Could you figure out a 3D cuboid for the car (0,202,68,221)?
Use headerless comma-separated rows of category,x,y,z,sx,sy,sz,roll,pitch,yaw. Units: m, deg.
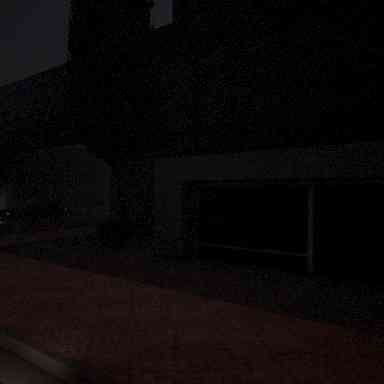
car,-13.096,1.547,27.632,2.033,1.411,5.357,0,0,36
